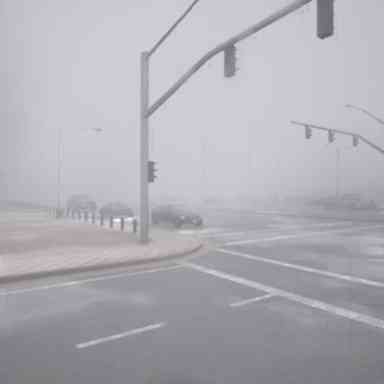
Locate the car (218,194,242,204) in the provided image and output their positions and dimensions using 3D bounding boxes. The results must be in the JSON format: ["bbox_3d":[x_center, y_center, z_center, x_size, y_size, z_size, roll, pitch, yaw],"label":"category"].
[{"bbox_3d":[8.115,1.489,71.627,1.970,1.475,3.806,0,0,-35],"label":"car"}]

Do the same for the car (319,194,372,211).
[{"bbox_3d":[17.704,1.223,38.544,1.932,1.855,4.605,0,0,-35],"label":"car"}]

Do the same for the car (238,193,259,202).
[{"bbox_3d":[12.632,1.257,74.902,1.932,1.855,4.605,0,0,-35],"label":"car"}]

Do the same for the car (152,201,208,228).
[{"bbox_3d":[-1.121,1.550,22.536,1.812,1.442,4.674,0,0,-34],"label":"car"}]

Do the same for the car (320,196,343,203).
[{"bbox_3d":[28.284,1.481,67.475,1.784,1.438,3.905,0,0,-35],"label":"car"}]

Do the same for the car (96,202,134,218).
[{"bbox_3d":[-6.944,1.589,30.622,1.994,1.385,4.181,0,0,-36],"label":"car"}]

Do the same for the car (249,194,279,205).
[{"bbox_3d":[12.171,1.477,55.978,1.970,1.475,3.806,0,0,-35],"label":"car"}]

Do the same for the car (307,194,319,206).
[{"bbox_3d":[25.887,1.266,65.848,1.932,1.855,4.605,0,0,-35],"label":"car"}]

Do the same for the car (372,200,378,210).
[{"bbox_3d":[20.094,1.231,40.178,1.905,1.878,3.866,0,0,-35],"label":"car"}]

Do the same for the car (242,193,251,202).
[{"bbox_3d":[10.475,1.463,73.305,1.784,1.438,3.905,0,0,-35],"label":"car"}]

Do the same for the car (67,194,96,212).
[{"bbox_3d":[-12.981,1.248,39.061,2.150,2.045,5.566,0,0,-35],"label":"car"}]
